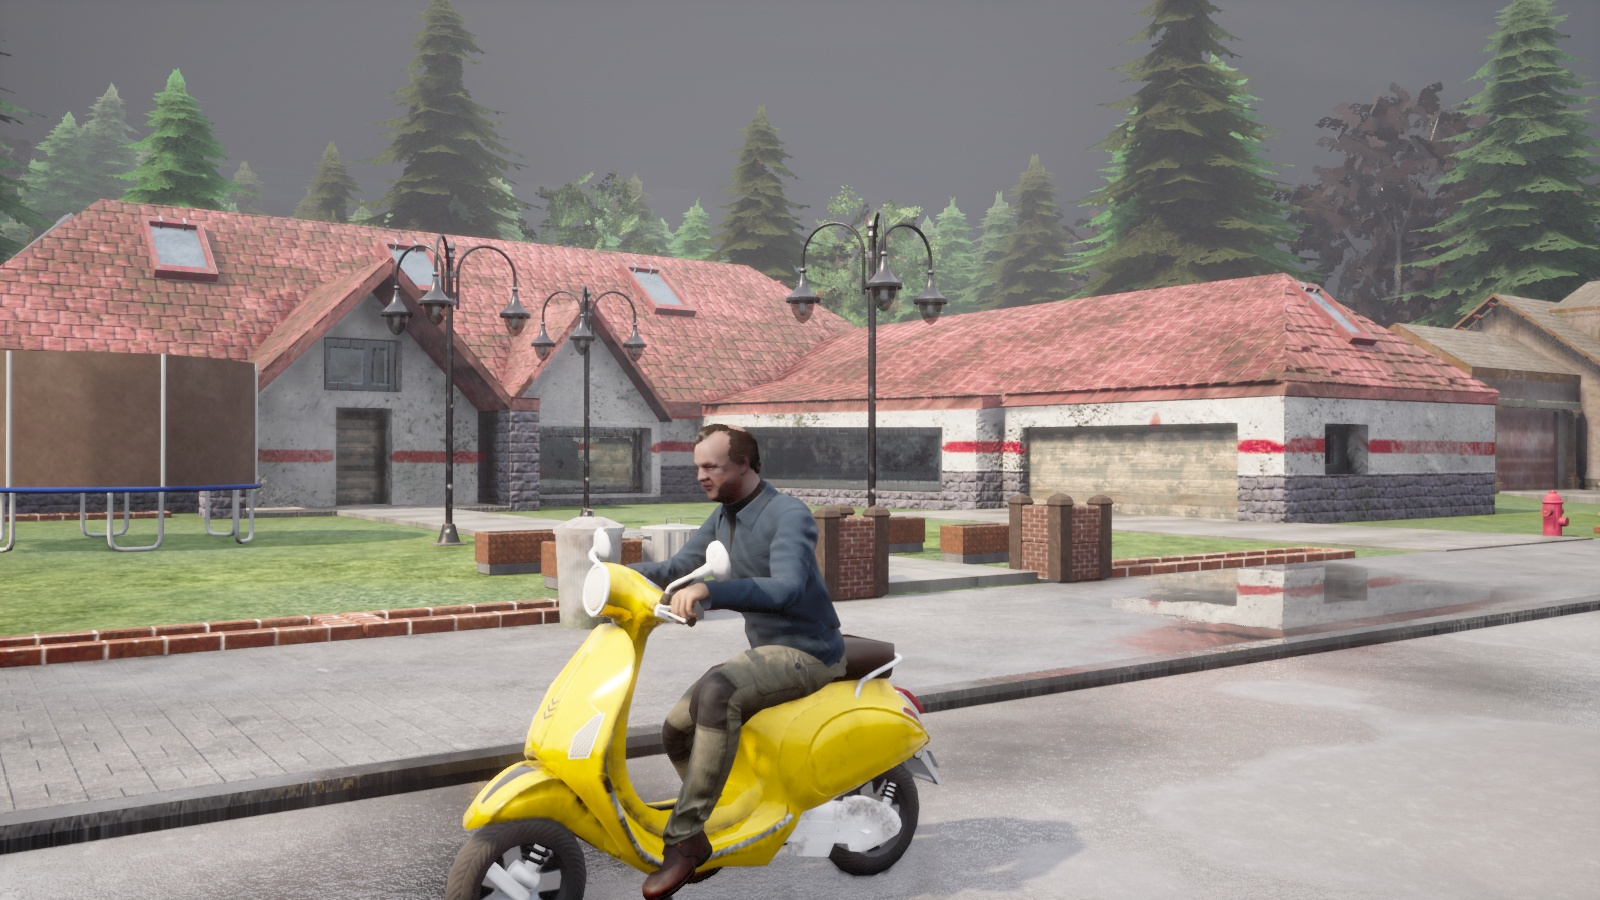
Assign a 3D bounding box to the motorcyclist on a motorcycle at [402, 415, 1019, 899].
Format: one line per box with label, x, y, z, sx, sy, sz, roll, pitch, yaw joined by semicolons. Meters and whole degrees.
motorcyclist on a motorcycle;-0.252;0.709;4.092;1.817;1.590;0.866;0;0;-35
